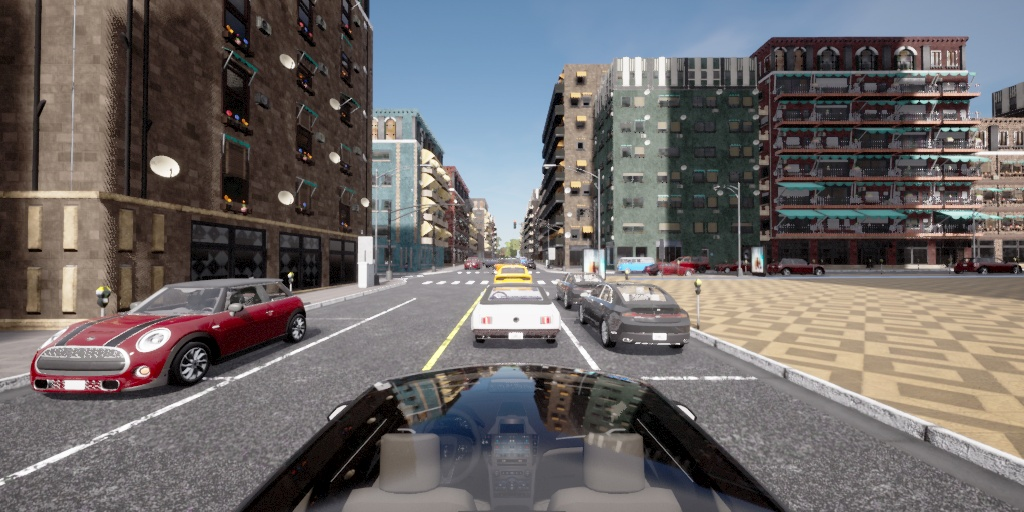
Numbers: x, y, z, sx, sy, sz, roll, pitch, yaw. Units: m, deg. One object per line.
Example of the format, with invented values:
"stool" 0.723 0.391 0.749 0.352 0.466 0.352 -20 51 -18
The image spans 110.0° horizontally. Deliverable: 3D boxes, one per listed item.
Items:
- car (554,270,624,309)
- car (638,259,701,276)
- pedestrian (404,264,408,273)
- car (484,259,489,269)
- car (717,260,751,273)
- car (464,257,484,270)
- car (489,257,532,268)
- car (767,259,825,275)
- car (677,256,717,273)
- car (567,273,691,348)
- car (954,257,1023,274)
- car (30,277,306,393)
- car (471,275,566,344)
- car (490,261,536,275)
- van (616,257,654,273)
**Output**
"car" 2.793 1.304 14.590 2.007 1.370 4.403 0 0 0
"car" 13.644 1.163 31.240 4.207 1.307 1.802 0 0 0
"pedestrian" -12.618 1.097 42.714 0.375 1.860 0.375 0 0 0
"car" -3.210 1.371 56.160 1.895 1.301 4.718 0 0 0
"car" 24.743 1.165 39.565 4.507 1.381 1.888 0 0 0
"car" -5.800 1.083 52.804 2.192 1.841 5.009 0 0 0
"car" -0.169 1.151 38.493 2.097 1.767 4.553 1 -1 -33
"car" 24.699 0.935 31.185 4.097 1.591 1.967 0 0 0
"car" 19.215 0.977 39.593 5.009 1.841 2.192 0 0 0
"car" 2.805 1.303 9.020 2.007 1.370 4.403 0 0 0
"car" 41.281 0.811 31.102 4.097 1.591 1.967 0 0 0
"car" -5.830 1.191 6.765 1.967 1.591 4.097 0 0 0
"car" 0.082 1.353 9.603 1.895 1.301 4.718 0 0 0
"car" 0.055 1.233 19.056 1.882 1.535 5.008 0 0 0
"van" 13.688 1.046 39.620 3.998 1.789 1.690 0 0 0
